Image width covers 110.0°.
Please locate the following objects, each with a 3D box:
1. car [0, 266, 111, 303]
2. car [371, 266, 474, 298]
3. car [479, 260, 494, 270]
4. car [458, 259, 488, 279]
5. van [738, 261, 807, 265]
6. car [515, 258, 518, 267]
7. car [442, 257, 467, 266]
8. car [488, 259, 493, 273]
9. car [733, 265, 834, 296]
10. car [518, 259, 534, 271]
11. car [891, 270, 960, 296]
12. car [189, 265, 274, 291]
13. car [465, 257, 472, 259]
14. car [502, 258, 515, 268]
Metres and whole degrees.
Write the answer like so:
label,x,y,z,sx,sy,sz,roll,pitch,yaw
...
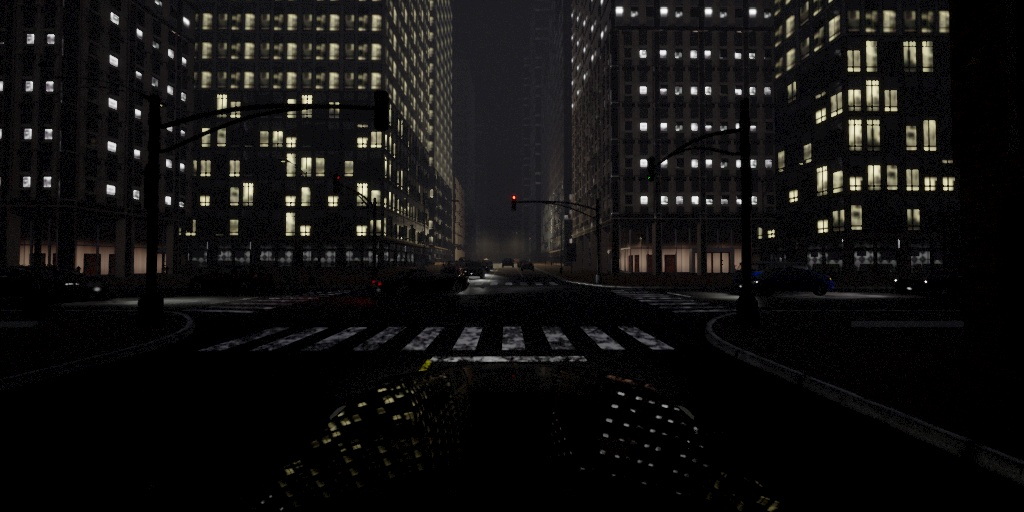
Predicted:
label,x,y,z,sx,sy,sz,roll,pitch,yaw
car,-20.569,1.188,15.629,4.902,1.511,2.128,0,-1,-1
car,-4.650,1.358,18.632,4.718,1.301,1.895,0,0,-34
car,-3.791,1.316,54.068,2.033,1.411,5.357,0,0,-1
car,-3.519,1.266,33.214,1.837,1.490,4.892,0,0,-1
van,15.717,1.209,21.807,3.998,1.789,1.690,0,0,-1
car,1.920,1.296,59.675,1.751,1.417,4.829,0,0,-1
car,-6.160,1.202,37.027,1.967,1.591,4.097,0,0,-1
car,-3.653,1.366,43.431,1.895,1.301,4.718,0,0,-1
car,14.524,1.341,19.211,4.674,1.442,1.812,0,-1,-2
car,2.070,1.348,48.350,1.802,1.307,4.207,0,0,-1
car,23.568,1.434,19.315,4.718,1.301,1.895,0,-1,-1
car,-16.755,1.255,21.447,4.097,1.591,1.967,0,0,-1
car,-6.309,1.081,48.176,2.192,1.841,5.009,0,0,-1
car,-0.725,1.125,63.973,2.097,1.767,4.553,0,0,-1
